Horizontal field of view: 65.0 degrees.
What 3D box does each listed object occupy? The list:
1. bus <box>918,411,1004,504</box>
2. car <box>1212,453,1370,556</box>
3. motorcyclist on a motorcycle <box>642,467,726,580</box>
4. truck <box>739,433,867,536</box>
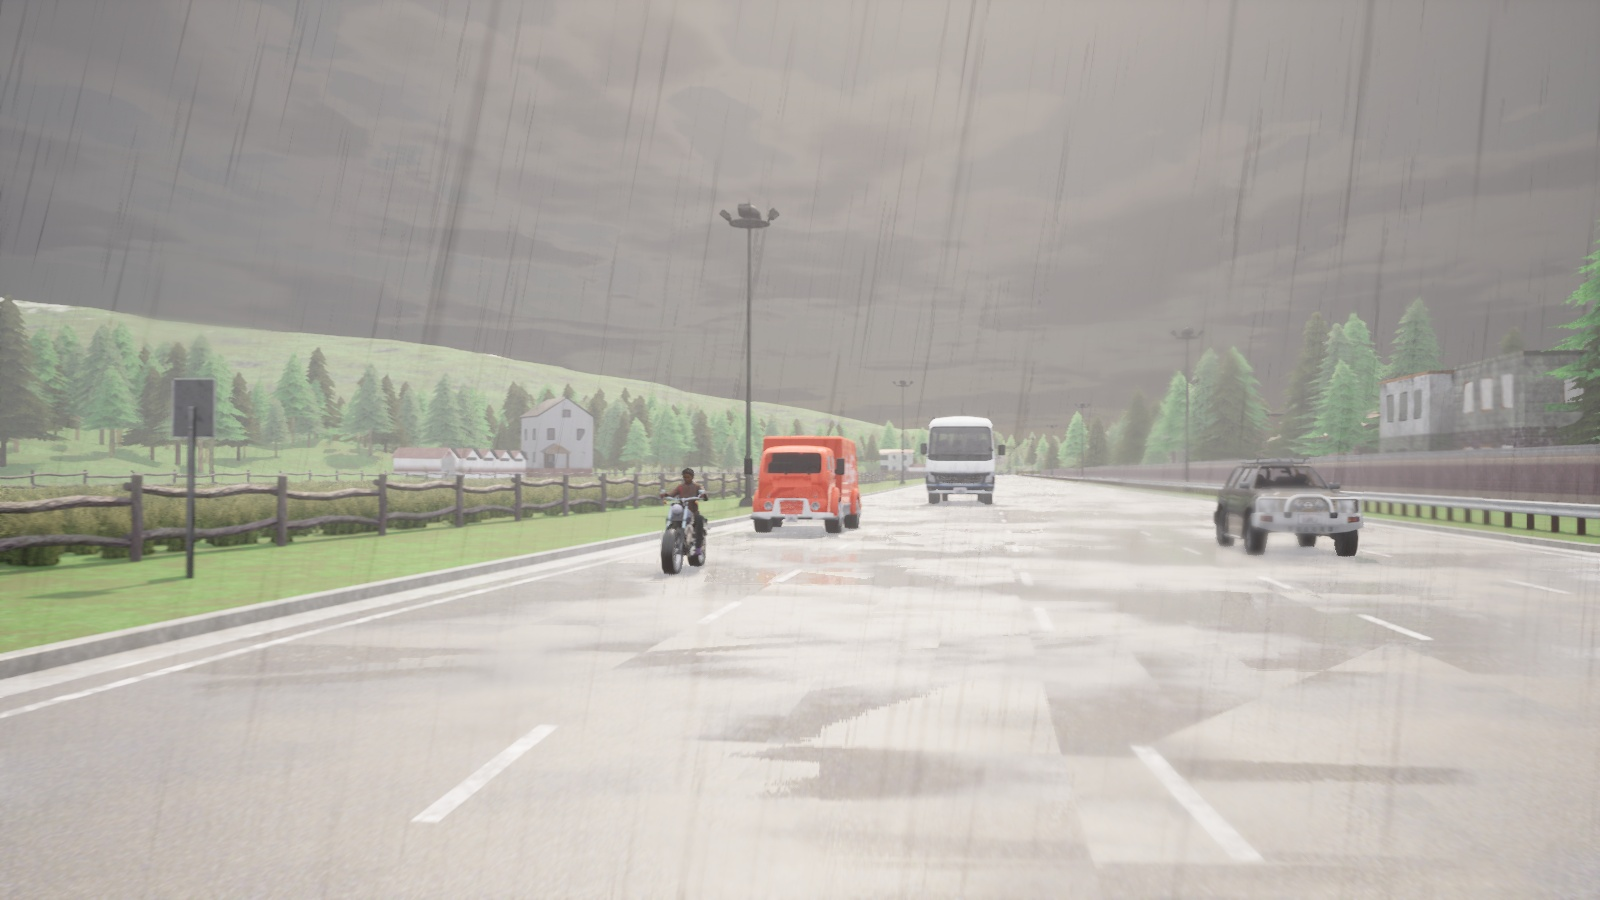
[{"bbox_3d":[8.183,0.467,63.066,3.944,4.253,10.273,0,-1,8],"label":"bus"},{"bbox_3d":[9.623,1.017,24.995,1.932,1.855,4.605,0,-1,8],"label":"car"},{"bbox_3d":[-1.783,1.100,19.651,0.766,1.649,2.350,0,-1,8],"label":"motorcyclist on a motorcycle"},{"bbox_3d":[0.199,0.882,33.041,2.627,2.467,5.204,0,-1,8],"label":"truck"}]
